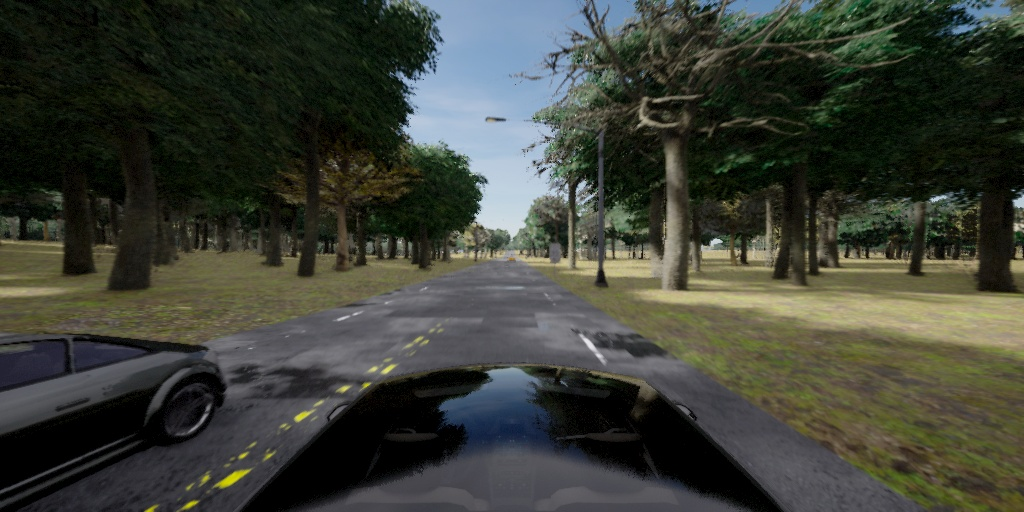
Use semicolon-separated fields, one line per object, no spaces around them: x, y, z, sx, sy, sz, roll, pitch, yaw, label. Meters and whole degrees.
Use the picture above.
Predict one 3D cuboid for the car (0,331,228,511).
-4.539;1.312;2.566;1.994;1.385;4.181;0;0;6;car
